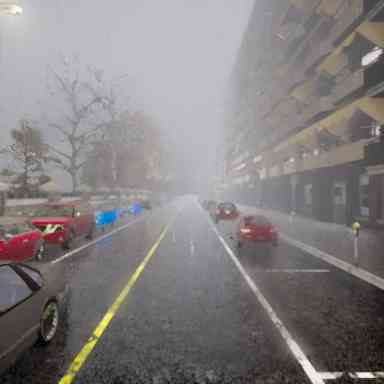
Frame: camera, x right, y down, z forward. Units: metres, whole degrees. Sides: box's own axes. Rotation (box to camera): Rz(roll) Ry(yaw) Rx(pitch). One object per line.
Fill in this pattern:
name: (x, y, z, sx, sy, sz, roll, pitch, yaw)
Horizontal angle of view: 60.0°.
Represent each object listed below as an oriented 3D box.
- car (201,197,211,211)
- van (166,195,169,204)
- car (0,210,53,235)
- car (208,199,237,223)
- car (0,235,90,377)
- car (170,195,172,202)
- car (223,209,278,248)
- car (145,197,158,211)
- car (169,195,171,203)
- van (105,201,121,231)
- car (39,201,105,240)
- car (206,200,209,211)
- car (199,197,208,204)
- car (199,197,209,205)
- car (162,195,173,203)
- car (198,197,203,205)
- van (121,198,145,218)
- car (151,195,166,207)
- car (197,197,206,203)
car: (2.509, 1.712, 42.948, 1.947, 1.339, 4.313, 0, 0, 0)
van: (-5.969, 1.601, 65.432, 1.690, 1.788, 3.998, 0, 0, 0)
car: (-5.723, 1.482, 9.129, 1.967, 1.590, 4.097, 0, 0, 0)
car: (2.583, 1.524, 26.058, 1.967, 1.590, 4.097, 0, 0, 0)
car: (-3.005, 1.565, 3.640, 2.033, 1.411, 5.357, 0, 0, 0)
car: (-6.018, 1.857, 76.692, 1.887, 1.381, 4.507, 0, 0, 0)
car: (2.633, 1.625, 14.796, 1.802, 1.307, 4.206, 0, 0, 0)
car: (-5.871, 1.730, 42.911, 1.947, 1.339, 4.313, 0, 0, 0)
car: (-5.994, 1.868, 71.061, 1.802, 1.307, 4.206, 0, 0, 0)
van: (-5.773, 1.423, 20.391, 1.690, 1.788, 3.998, 0, 0, 0)
car: (-5.749, 1.377, 14.760, 2.192, 1.841, 5.009, 0, 0, 0)
car: (2.559, 1.686, 31.688, 1.802, 1.307, 4.206, 0, 0, 0)
car: (2.387, 1.849, 71.099, 1.802, 1.307, 4.206, 0, 0, 0)
car: (2.411, 1.767, 65.639, 1.752, 1.417, 4.829, 0, 0, 0)
car: (-6.043, 1.655, 82.325, 2.192, 1.841, 5.009, 0, 0, 0)
car: (2.460, 1.631, 54.208, 1.967, 1.590, 4.097, 0, 0, 0)
van: (-5.822, 1.464, 31.652, 1.690, 1.788, 3.998, 0, 0, 0)
car: (-5.920, 1.525, 54.172, 2.192, 1.841, 5.009, 0, 0, 0)
car: (2.337, 1.887, 82.361, 1.947, 1.339, 4.313, 0, 0, 0)
